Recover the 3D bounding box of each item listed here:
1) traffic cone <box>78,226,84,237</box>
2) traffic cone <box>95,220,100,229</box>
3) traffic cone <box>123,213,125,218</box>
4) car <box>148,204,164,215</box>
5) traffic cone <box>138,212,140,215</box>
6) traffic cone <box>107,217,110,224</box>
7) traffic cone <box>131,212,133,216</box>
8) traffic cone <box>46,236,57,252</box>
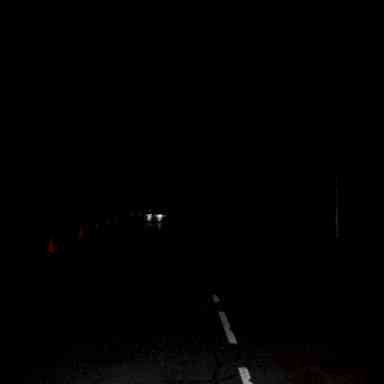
[{"bbox_3d":[-6.133,2.180,18.328,0.340,0.580,0.340,0,-1,-6],"label":"traffic cone"},{"bbox_3d":[-6.626,2.292,23.308,0.340,0.580,0.340,0,-1,-6],"label":"traffic cone"},{"bbox_3d":[-7.823,2.717,38.448,0.340,0.580,0.340,0,-2,-2],"label":"traffic cone"},{"bbox_3d":[-5.355,2.585,49.801,1.837,1.490,4.892,0,-2,3],"label":"car"},{"bbox_3d":[-7.737,3.005,48.661,0.340,0.580,0.340,0,-2,3],"label":"traffic cone"},{"bbox_3d":[-7.119,2.427,28.287,0.340,0.580,0.340,0,-2,-6],"label":"traffic cone"},{"bbox_3d":[-7.880,2.862,43.555,0.340,0.580,0.340,0,-2,0],"label":"traffic cone"},{"bbox_3d":[-5.652,2.086,13.374,0.340,0.580,0.340,0,-1,-5],"label":"traffic cone"}]
